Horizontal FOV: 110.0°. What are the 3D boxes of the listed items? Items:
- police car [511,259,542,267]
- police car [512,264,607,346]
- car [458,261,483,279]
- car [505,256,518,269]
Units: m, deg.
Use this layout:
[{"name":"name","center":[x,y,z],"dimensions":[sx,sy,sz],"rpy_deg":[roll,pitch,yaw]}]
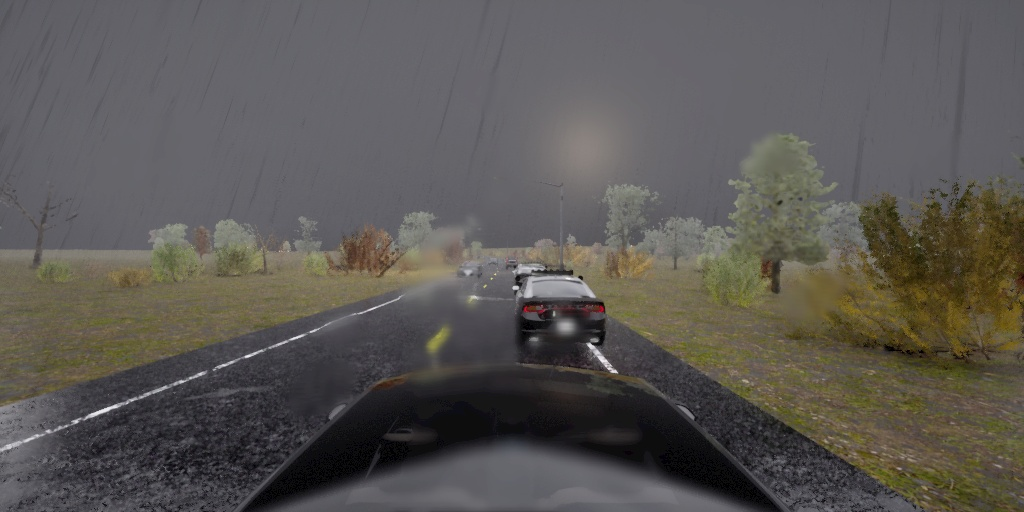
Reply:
[{"name":"police car","center":[1.046,1.159,19.557],"dimensions":[1.930,1.638,5.238],"rpy_deg":[0,0,0]},{"name":"police car","center":[1.049,1.170,9.555],"dimensions":[1.930,1.638,5.238],"rpy_deg":[0,0,0]},{"name":"car","center":[-3.607,1.203,31.790],"dimensions":[2.128,1.511,4.902],"rpy_deg":[0,0,0]},{"name":"car","center":[0.046,1.166,52.623],"dimensions":[1.837,1.490,4.892],"rpy_deg":[0,0,0]}]
